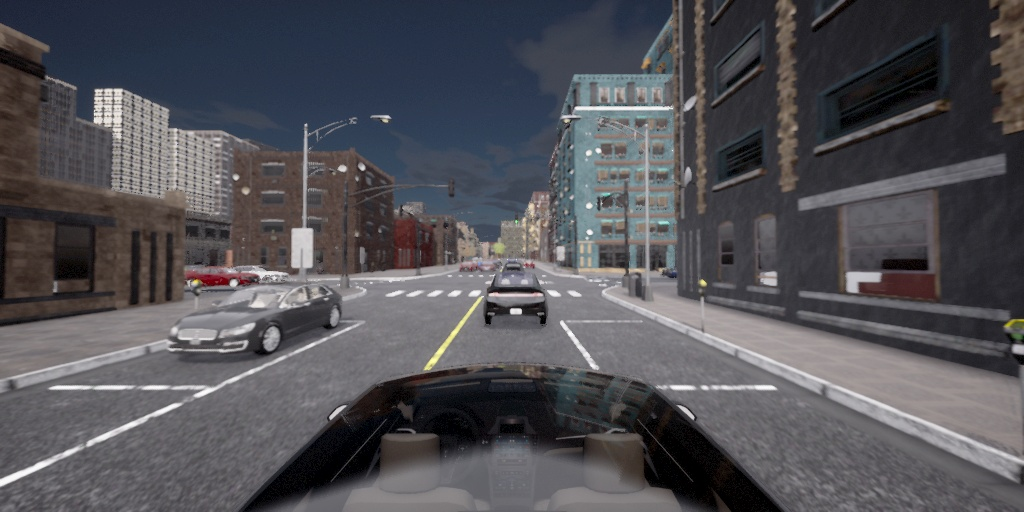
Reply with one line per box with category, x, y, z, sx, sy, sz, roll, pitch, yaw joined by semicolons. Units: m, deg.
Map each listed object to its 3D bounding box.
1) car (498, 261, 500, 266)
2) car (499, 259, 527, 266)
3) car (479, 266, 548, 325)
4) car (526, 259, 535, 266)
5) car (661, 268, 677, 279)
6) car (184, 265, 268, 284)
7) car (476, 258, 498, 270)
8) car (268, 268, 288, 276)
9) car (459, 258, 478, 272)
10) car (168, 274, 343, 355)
car;-3.034;1.358;61.550;2.033;1.411;5.357;0;0;1
car;0.103;1.286;31.049;1.837;1.490;4.892;0;0;0
car;0.102;1.253;11.881;2.128;1.511;4.902;0;0;0
car;2.696;1.247;57.999;1.967;1.591;4.097;0;0;0
car;15.175;1.220;29.475;5.357;1.411;2.033;-1;-1;1
car;-19.292;1.385;23.862;4.507;1.381;1.888;0;0;1
car;-3.083;1.321;45.674;1.812;1.442;4.674;0;0;0
car;-19.038;1.418;26.594;4.674;1.442;1.812;0;-1;1
car;-5.762;1.341;46.570;1.888;1.381;4.507;0;0;0
car;-5.689;1.308;8.614;2.007;1.370;4.403;0;0;0
